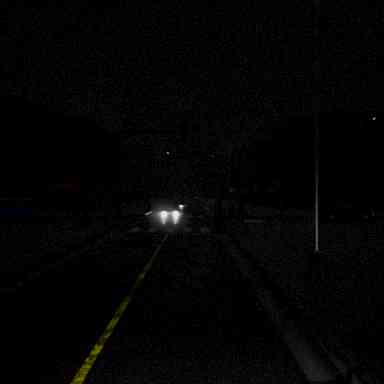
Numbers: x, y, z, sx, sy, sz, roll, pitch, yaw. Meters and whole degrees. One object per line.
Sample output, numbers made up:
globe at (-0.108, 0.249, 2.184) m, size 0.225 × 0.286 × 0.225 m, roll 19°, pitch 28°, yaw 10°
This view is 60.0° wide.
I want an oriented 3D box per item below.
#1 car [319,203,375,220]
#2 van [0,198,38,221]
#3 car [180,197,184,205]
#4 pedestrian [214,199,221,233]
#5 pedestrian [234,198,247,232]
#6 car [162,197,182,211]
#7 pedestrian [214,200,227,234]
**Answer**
car at (12.359, 1.543, 26.913) m, size 4.403 × 1.369 × 2.008 m, roll 0°, pitch 0°, yaw 0°
van at (-14.644, 1.400, 26.884) m, size 3.998 × 1.788 × 1.690 m, roll 0°, pitch 0°, yaw 0°
car at (-2.599, 1.626, 59.565) m, size 1.812 × 1.442 × 4.674 m, roll 0°, pitch 0°, yaw 1°
pedestrian at (1.415, 1.309, 18.494) m, size 0.375 × 1.860 × 0.375 m, roll 0°, pitch 0°, yaw 0°
pedestrian at (2.515, 1.155, 17.282) m, size 0.375 × 1.860 × 0.375 m, roll 0°, pitch 0°, yaw 0°
car at (-2.690, 1.664, 41.996) m, size 1.895 × 1.301 × 4.718 m, roll 0°, pitch 0°, yaw 0°
pedestrian at (1.535, 1.310, 17.885) m, size 0.375 × 1.860 × 0.375 m, roll 0°, pitch 0°, yaw 0°
